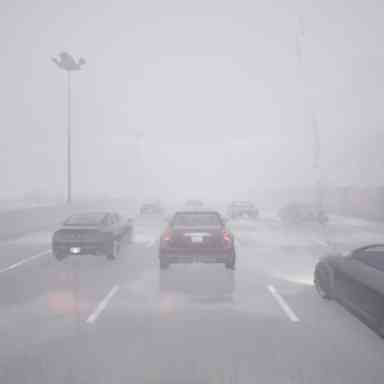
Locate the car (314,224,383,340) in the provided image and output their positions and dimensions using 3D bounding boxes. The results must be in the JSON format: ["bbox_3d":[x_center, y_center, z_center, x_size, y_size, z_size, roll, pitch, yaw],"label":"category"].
[{"bbox_3d":[3.610,1.506,5.511,1.994,1.385,4.181,0,1,0],"label":"car"}]

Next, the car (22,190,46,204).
[{"bbox_3d":[-24.791,0.730,52.866,2.150,2.045,5.566,0,1,0],"label":"car"}]

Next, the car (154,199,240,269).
[{"bbox_3d":[0.153,1.244,10.888,2.097,1.767,4.553,0,1,0],"label":"car"}]

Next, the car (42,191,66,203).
[{"bbox_3d":[-21.301,0.997,53.004,2.128,1.511,4.902,0,1,0],"label":"car"}]

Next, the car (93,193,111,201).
[{"bbox_3d":[-14.307,1.001,53.148,1.837,1.490,4.892,0,1,-1],"label":"car"}]

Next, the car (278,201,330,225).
[{"bbox_3d":[7.210,1.327,21.905,2.033,1.411,5.357,0,1,0],"label":"car"}]

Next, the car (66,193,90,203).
[{"bbox_3d":[-17.804,0.993,53.077,2.128,1.511,4.902,0,1,0],"label":"car"}]

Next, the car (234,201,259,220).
[{"bbox_3d":[3.723,1.349,25.421,1.895,1.301,4.718,0,1,0],"label":"car"}]

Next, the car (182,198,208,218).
[{"bbox_3d":[0.211,1.294,27.627,1.994,1.385,4.181,0,1,0],"label":"car"}]

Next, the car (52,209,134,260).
[{"bbox_3d":[-3.339,1.391,11.994,1.837,1.490,4.892,0,1,0],"label":"car"}]

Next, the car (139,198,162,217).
[{"bbox_3d":[-3.298,1.255,28.064,1.812,1.442,4.674,0,1,0],"label":"car"}]
